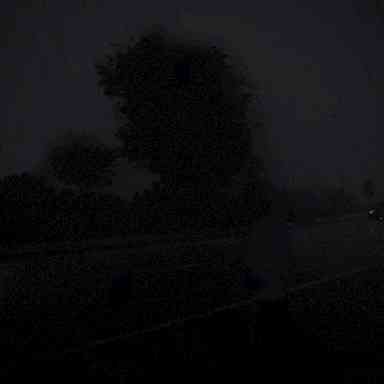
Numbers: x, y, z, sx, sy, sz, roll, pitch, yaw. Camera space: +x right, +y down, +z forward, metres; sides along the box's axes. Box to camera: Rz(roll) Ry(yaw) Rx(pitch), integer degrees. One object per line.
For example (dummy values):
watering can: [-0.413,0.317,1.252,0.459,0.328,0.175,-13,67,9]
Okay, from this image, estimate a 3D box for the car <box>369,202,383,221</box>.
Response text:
car: [17.335,1.667,29.627,2.097,1.767,4.553,0,0,41]
